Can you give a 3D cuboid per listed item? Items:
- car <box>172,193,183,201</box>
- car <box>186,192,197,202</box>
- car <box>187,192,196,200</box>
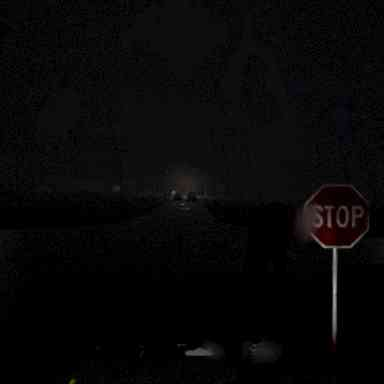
[{"bbox_3d":[-2.790,0.985,65.341,1.882,1.535,5.008,0,1,0],"label":"car"},{"bbox_3d":[-0.037,1.117,60.316,1.812,1.442,4.674,0,1,0],"label":"car"},{"bbox_3d":[-0.042,0.814,70.348,1.837,1.490,4.892,0,1,0],"label":"car"}]
